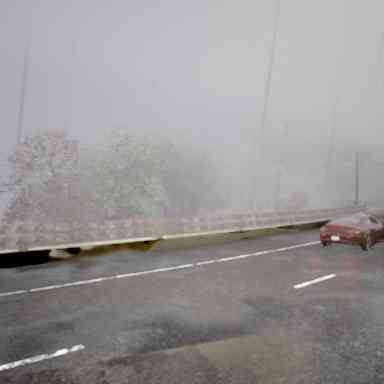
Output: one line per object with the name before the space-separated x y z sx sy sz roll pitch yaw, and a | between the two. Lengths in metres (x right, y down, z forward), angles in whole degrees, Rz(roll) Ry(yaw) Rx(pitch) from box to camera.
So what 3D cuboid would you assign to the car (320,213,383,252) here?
car | 7.351 1.684 14.789 4.674 1.442 1.812 1 0 -44
